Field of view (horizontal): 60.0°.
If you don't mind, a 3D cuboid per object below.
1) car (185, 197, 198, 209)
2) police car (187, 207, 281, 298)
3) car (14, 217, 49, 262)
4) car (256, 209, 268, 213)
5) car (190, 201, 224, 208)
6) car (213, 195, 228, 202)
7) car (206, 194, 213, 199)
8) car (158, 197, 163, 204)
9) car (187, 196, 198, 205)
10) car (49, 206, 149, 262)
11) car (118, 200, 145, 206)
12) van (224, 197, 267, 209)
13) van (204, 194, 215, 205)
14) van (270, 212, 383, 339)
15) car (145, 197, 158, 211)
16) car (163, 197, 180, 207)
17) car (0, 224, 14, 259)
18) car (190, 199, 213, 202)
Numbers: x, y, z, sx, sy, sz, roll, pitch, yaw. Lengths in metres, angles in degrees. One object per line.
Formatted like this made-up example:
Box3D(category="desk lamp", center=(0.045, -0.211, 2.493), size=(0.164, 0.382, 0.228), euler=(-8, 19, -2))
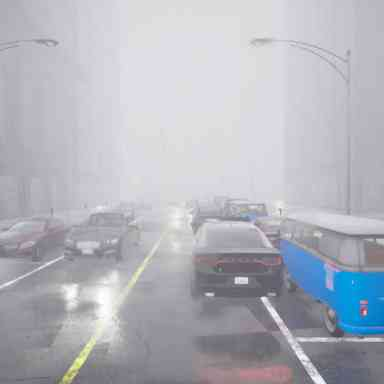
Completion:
Box3D(category="car", center=(0.106, 1.472, 44.993), size=(2.128, 1.511, 4.902), euler=(0, 0, 0))
Box3D(category="police car", center=(0.916, 1.424, 8.699), size=(1.930, 1.638, 5.238), euler=(0, 0, 0))
Box3D(category="car", center=(-5.650, 1.580, 12.022), size=(1.802, 1.307, 4.206), euler=(0, 0, 0))
Box3D(category="car", center=(2.875, 1.543, 12.007), size=(1.887, 1.381, 4.507), euler=(0, 0, 0))
Box3D(category="car", center=(0.937, 1.503, 18.589), size=(1.837, 1.490, 4.892), euler=(0, 0, 0))
Box3D(category="car", center=(2.898, 1.311, 23.304), size=(2.192, 1.841, 5.009), euler=(0, 0, 0))
Box3D(category="car", center=(2.922, 1.305, 34.602), size=(2.192, 1.841, 5.009), euler=(0, 0, 0))
Box3D(category="car", center=(-5.554, 1.528, 57.215), size=(1.947, 1.339, 4.313), euler=(0, 0, 0))
Box3D(category="car", center=(0.124, 1.522, 60.005), size=(1.994, 1.385, 4.181), euler=(0, 0, 0))
Box3D(category="car", center=(-3.077, 1.490, 12.256), size=(2.128, 1.511, 4.902), euler=(0, 0, 0))
Box3D(category="car", center=(-5.614, 1.539, 28.969), size=(1.887, 1.381, 4.507), euler=(0, 0, 0))
Box3D(category="van", center=(2.886, 1.338, 17.655), size=(1.690, 1.788, 3.998), euler=(0, 0, 0))
Box3D(category="van", center=(2.971, 1.304, 57.197), size=(1.690, 1.788, 3.998), euler=(0, 0, 0))
Box3D(category="van", center=(2.862, 1.340, 6.359), size=(1.690, 1.788, 3.998), euler=(0, 0, 0))
Box3D(category="car", center=(-5.589, 1.567, 40.267), size=(1.802, 1.307, 4.206), euler=(0, 0, 0))
Box3D(category="car", center=(-2.896, 1.451, 50.568), size=(1.882, 1.535, 5.008), euler=(0, 0, 0))
Box3D(category="car", center=(-5.662, 1.550, 6.373), size=(2.008, 1.369, 4.403), euler=(0, 0, 0))
Box3D(category="car", center=(0.950, 1.501, 24.588), size=(1.837, 1.490, 4.892), euler=(0, 0, 0))
